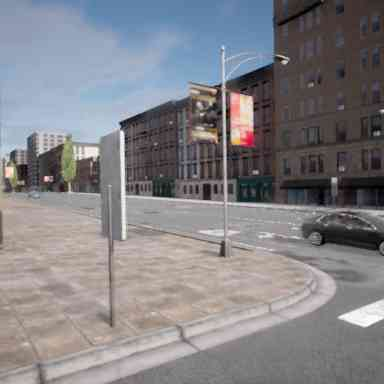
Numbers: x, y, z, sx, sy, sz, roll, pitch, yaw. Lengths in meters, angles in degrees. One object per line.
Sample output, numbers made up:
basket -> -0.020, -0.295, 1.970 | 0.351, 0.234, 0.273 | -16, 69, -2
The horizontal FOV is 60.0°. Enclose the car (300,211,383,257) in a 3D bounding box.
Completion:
car -> 6.735, 1.565, 13.354 | 1.837, 1.490, 4.892 | -2, 2, -36

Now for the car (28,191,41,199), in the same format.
car -> -31.349, 0.534, 66.077 | 1.812, 1.442, 4.674 | -2, 2, -36
